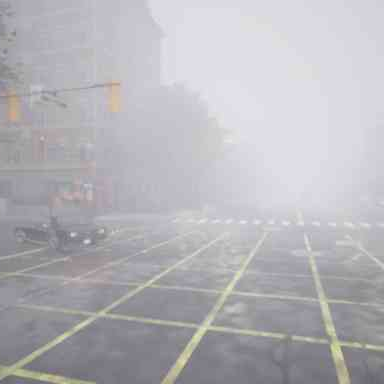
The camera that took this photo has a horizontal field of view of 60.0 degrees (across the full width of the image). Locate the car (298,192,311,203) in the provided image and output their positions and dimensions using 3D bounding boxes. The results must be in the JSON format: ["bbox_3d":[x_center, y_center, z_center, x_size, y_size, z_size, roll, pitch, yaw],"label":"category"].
[{"bbox_3d":[21.614,1.112,63.728,2.150,2.045,5.566,0,-1,17],"label":"car"}]

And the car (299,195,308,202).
[{"bbox_3d":[24.259,1.382,72.586,1.837,1.490,4.892,0,0,17],"label":"car"}]

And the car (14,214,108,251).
[{"bbox_3d":[-5.749,1.612,14.224,4.718,1.301,1.895,0,0,40],"label":"car"}]
